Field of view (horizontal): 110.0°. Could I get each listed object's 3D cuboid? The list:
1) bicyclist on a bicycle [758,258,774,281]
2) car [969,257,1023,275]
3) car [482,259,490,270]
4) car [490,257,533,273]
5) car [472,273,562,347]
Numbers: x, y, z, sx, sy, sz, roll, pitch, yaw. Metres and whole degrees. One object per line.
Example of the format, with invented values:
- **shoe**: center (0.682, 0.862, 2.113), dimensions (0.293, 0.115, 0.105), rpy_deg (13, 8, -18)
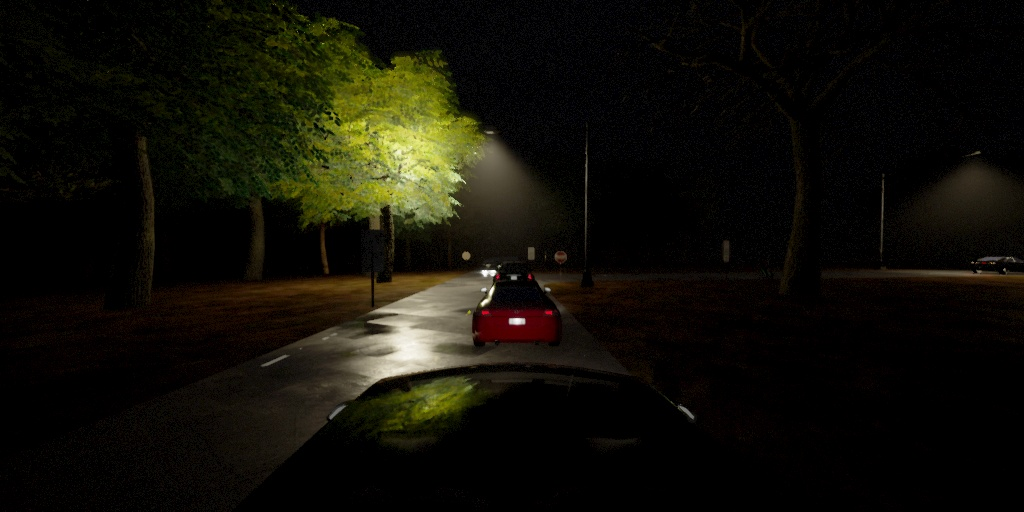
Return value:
- **bicyclist on a bicycle**: center (18.568, 1.004, 26.253), dimensions (0.582, 1.620, 1.656), rpy_deg (-1, 0, 0)
- **car**: center (42.491, 0.810, 30.979), dimensions (4.902, 1.511, 2.128), rpy_deg (0, 1, -7)
- **car**: center (-3.045, 1.097, 48.932), dimensions (2.128, 1.511, 4.902), rpy_deg (0, 0, 0)
- **car**: center (0.100, 1.069, 19.588), dimensions (2.097, 1.767, 4.553), rpy_deg (0, 0, 0)
- **car**: center (0.102, 1.304, 9.347), dimensions (1.994, 1.385, 4.181), rpy_deg (0, 0, 0)
